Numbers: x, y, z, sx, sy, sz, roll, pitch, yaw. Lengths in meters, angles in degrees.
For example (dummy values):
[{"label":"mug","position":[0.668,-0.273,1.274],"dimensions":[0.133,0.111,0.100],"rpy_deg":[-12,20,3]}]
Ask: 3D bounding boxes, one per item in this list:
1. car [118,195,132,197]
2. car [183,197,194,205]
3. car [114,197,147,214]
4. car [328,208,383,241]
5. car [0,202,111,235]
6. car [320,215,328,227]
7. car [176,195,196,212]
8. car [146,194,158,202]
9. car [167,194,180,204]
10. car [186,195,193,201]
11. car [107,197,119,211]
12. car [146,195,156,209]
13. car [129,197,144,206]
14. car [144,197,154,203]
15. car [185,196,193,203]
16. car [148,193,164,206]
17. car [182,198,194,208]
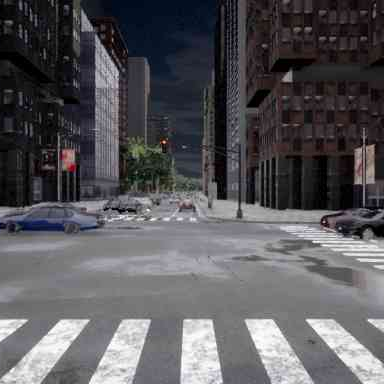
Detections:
[{"label":"car","position":[-9.090,1.331,44.397],"dimensions":[2.192,1.841,5.009],"rpy_deg":[0,0,0]},{"label":"car","position":[-0.640,1.597,60.707],"dimensions":[1.887,1.381,4.507],"rpy_deg":[0,0,0]},{"label":"car","position":[-6.380,1.544,35.101],"dimensions":[2.033,1.411,5.357],"rpy_deg":[0,0,0]},{"label":"car","position":[10.134,1.645,17.362],"dimensions":[5.008,1.535,1.882],"rpy_deg":[1,0,-5]},{"label":"car","position":[-7.362,1.465,17.597],"dimensions":[5.357,1.411,2.033],"rpy_deg":[1,0,0]},{"label":"car","position":[10.387,1.731,21.039],"dimensions":[4.181,1.385,1.994],"rpy_deg":[1,0,2]},{"label":"car","position":[-0.539,1.445,39.008],"dimensions":[1.967,1.590,4.097],"rpy_deg":[0,0,0]},{"label":"car","position":[-9.243,1.410,76.953],"dimensions":[2.192,1.841,5.009],"rpy_deg":[0,0,0]},{"label":"car","position":[-3.423,1.665,65.609],"dimensions":[1.895,1.301,4.718],"rpy_deg":[0,0,0]},{"label":"car","position":[-0.794,1.687,93.257],"dimensions":[1.887,1.381,4.507],"rpy_deg":[0,0,0]},{"label":"car","position":[-9.064,1.570,38.971],"dimensions":[1.947,1.339,4.313],"rpy_deg":[0,0,0]},{"label":"car","position":[-6.427,1.544,45.327],"dimensions":[1.812,1.442,4.674],"rpy_deg":[0,0,0]},{"label":"car","position":[-9.139,1.565,55.078],"dimensions":[1.752,1.417,4.829],"rpy_deg":[0,0,0]},{"label":"car","position":[-9.216,1.662,71.526],"dimensions":[1.802,1.307,4.206],"rpy_deg":[0,0,0]},{"label":"car","position":[-0.692,1.606,71.727],"dimensions":[1.752,1.417,4.829],"rpy_deg":[0,0,0]},{"label":"car","position":[-6.465,1.263,55.970],"dimensions":[2.150,2.045,5.566],"rpy_deg":[0,0,0]},{"label":"car","position":[-0.589,1.610,49.857],"dimensions":[1.802,1.307,4.206],"rpy_deg":[0,0,0]}]
